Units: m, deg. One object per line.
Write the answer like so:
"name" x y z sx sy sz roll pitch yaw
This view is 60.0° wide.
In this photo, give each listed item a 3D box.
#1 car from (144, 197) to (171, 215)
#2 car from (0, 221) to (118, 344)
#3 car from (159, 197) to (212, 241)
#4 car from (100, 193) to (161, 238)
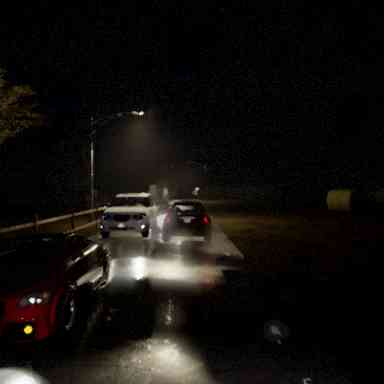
"car" -3.244 1.274 32.311 2.128 1.511 4.902 0 0 -1
"car" -2.932 1.516 6.407 1.994 1.385 4.181 0 0 -1
"car" -0.232 1.209 16.039 2.097 1.767 4.553 0 0 -1
"car" -3.090 1.089 17.277 2.150 2.045 5.566 0 0 0
